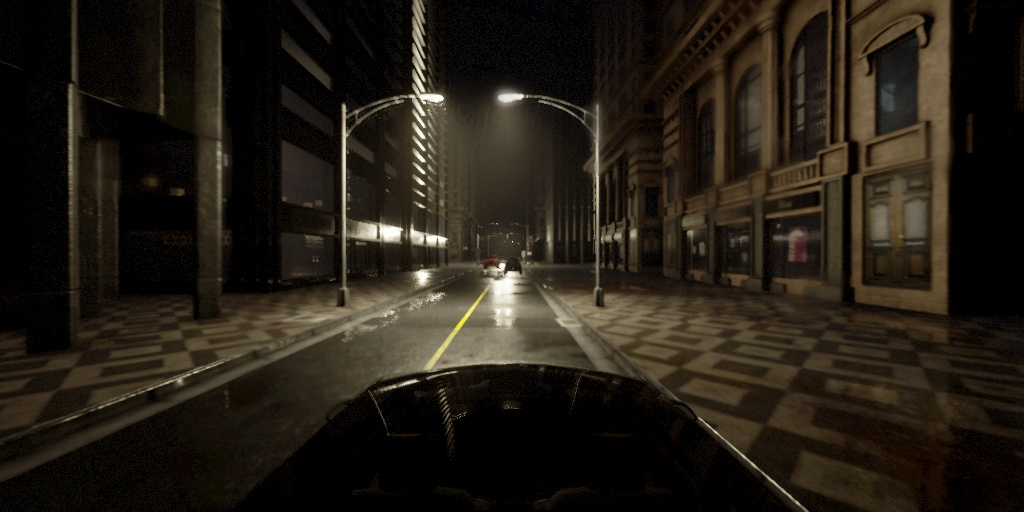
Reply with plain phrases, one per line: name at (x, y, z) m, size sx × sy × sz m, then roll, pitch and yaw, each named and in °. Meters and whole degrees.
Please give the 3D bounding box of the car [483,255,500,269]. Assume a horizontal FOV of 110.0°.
car at (-3.033, 0.888, 53.603) m, size 2.150 × 2.045 × 5.566 m, roll 0°, pitch 1°, yaw 0°

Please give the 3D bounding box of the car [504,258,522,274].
car at (0.123, 1.170, 40.211) m, size 1.882 × 1.535 × 5.008 m, roll 0°, pitch 0°, yaw 0°
